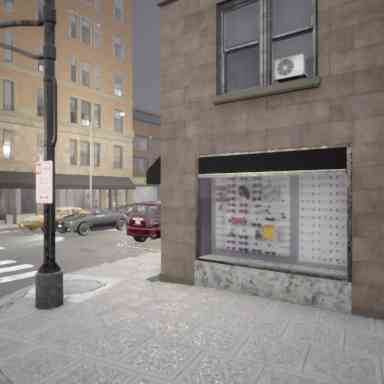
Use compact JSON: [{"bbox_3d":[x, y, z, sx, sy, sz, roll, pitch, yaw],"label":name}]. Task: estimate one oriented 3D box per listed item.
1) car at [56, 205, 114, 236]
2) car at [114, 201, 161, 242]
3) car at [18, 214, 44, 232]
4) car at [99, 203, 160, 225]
[{"bbox_3d":[-5.607,1.556,18.629,1.994,1.385,4.181,0,0,35],"label":"car"},{"bbox_3d":[-0.822,1.305,15.405,2.192,1.841,5.009,0,0,35],"label":"car"},{"bbox_3d":[-7.907,1.519,20.151,1.752,1.417,4.829,0,0,35],"label":"car"},{"bbox_3d":[-4.584,1.547,24.936,1.947,1.339,4.313,0,0,35],"label":"car"}]
